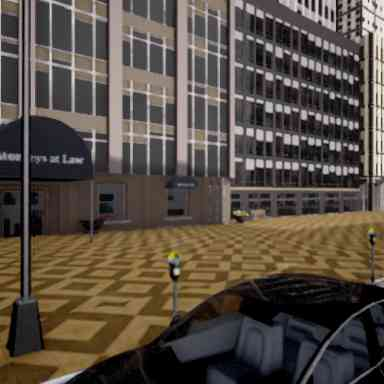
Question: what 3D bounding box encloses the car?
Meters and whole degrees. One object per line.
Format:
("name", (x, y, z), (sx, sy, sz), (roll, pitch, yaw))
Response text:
("car", (0.863, 1.575, 3.069), (4.313, 1.339, 1.947), (0, 0, -36))
